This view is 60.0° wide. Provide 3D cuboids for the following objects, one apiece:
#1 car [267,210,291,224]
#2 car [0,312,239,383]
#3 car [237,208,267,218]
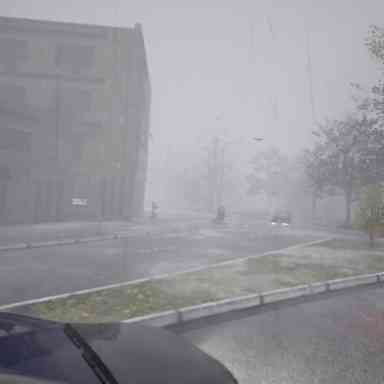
[{"bbox_3d":[10.344,2.820,38.253,2.033,1.411,5.357,2,-3,21],"label":"car"},{"bbox_3d":[-1.530,1.561,2.102,4.181,1.385,1.994,1,-1,-35],"label":"car"},{"bbox_3d":[9.530,3.273,52.395,4.902,1.511,2.128,3,-2,8],"label":"car"}]
